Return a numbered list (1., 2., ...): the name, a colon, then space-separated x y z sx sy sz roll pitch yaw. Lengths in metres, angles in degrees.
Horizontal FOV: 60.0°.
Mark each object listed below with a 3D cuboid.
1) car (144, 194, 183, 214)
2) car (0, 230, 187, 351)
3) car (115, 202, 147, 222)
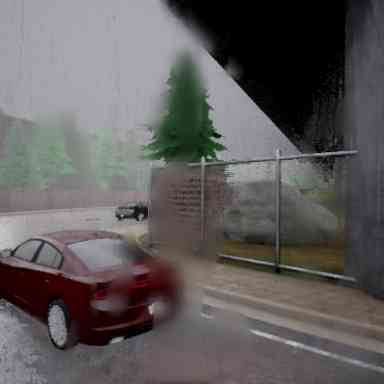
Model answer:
1. car: -3.105 1.245 37.660 2.150 2.045 5.566 0 0 22
2. car: -2.307 1.470 6.362 5.008 1.535 1.882 0 0 43
3. car: -4.074 1.494 26.034 2.128 1.511 4.902 0 0 22
